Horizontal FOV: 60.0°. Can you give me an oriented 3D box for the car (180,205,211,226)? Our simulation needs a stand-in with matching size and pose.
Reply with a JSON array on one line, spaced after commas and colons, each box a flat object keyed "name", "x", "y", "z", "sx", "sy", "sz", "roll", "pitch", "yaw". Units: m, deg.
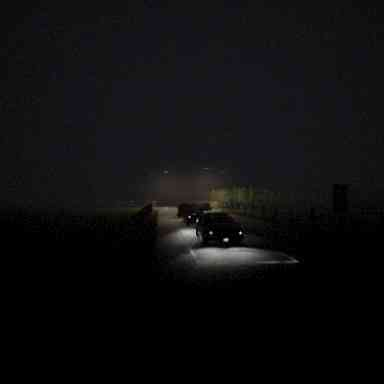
[{"name": "car", "x": 0.335, "y": 2.019, "z": 27.651, "sx": 1.895, "sy": 1.301, "sz": 4.718, "roll": 0, "pitch": -1, "yaw": -6}]

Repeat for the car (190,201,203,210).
[{"name": "car", "x": 0.835, "y": 2.448, "z": 61.095, "sx": 1.882, "sy": 1.535, "sz": 5.008, "roll": 0, "pitch": -1, "yaw": -5}]

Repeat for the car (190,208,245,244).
[{"name": "car", "x": 1.297, "y": 1.810, "z": 17.649, "sx": 2.033, "sy": 1.411, "sz": 5.357, "roll": 0, "pitch": -1, "yaw": -5}]

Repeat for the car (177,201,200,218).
[{"name": "car", "x": -0.637, "y": 2.056, "z": 37.897, "sx": 1.882, "sy": 1.535, "sz": 5.008, "roll": 0, "pitch": -1, "yaw": -6}]

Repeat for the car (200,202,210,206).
[{"name": "car", "x": 1.820, "y": 2.351, "z": 50.869, "sx": 2.033, "sy": 1.411, "sz": 5.357, "roll": 0, "pitch": -1, "yaw": -6}]
